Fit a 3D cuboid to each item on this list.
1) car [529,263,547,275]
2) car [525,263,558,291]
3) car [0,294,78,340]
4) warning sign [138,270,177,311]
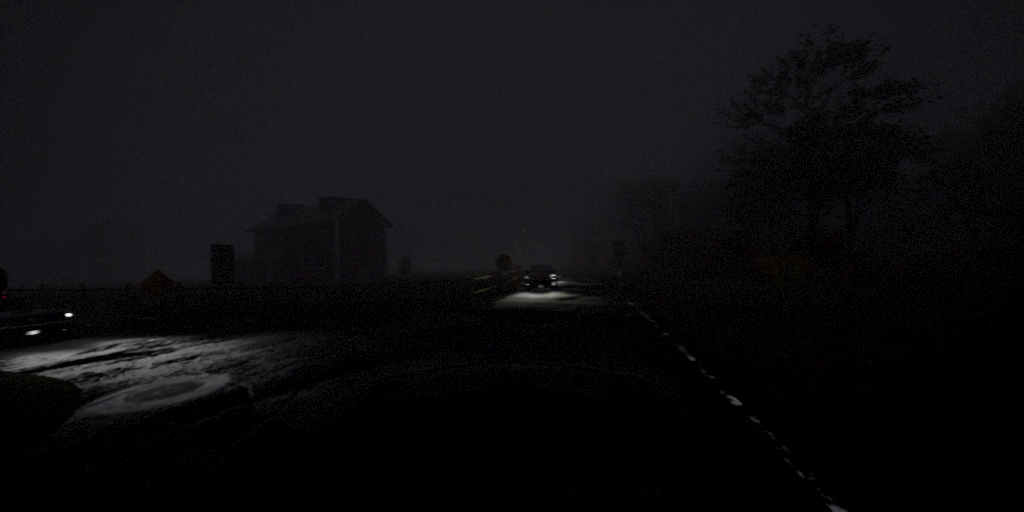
[{"bbox_3d":[3.552,1.796,50.535,2.128,1.511,4.902,-2,-1,0],"label":"car"},{"bbox_3d":[2.048,1.353,24.666,2.097,1.767,4.553,-2,-1,7],"label":"car"},{"bbox_3d":[-15.994,1.980,11.063,4.718,1.301,1.895,-2,-1,17],"label":"car"},{"bbox_3d":[-16.577,1.562,16.797,1.060,1.860,1.300,0,0,17],"label":"warning sign"}]
